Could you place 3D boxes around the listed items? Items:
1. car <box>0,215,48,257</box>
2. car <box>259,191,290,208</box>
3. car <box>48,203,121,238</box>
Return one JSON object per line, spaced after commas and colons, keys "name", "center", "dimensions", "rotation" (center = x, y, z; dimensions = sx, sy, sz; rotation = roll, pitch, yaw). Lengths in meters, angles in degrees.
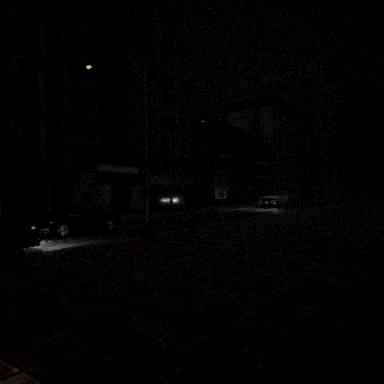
{"name": "car", "center": [-7.434, 1.455, 9.897], "dimensions": [2.033, 1.411, 5.357], "rotation": [-1, 0, 34]}
{"name": "car", "center": [10.118, 0.893, 40.514], "dimensions": [2.150, 2.045, 5.566], "rotation": [-2, -1, 35]}
{"name": "car", "center": [-5.896, 1.387, 17.192], "dimensions": [1.837, 1.490, 4.892], "rotation": [-2, 0, 34]}
